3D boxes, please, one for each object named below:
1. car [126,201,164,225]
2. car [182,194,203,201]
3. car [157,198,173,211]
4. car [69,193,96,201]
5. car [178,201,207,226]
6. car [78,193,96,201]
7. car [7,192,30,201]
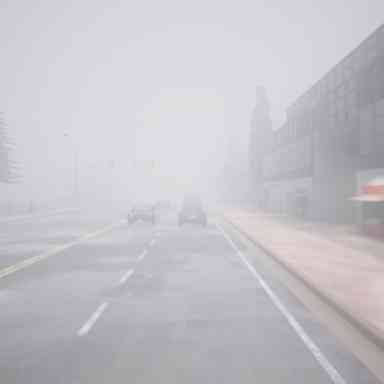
[{"bbox_3d":[-3.404,1.608,24.194,1.895,1.301,4.718,0,0,0],"label":"car"},{"bbox_3d":[0.034,1.226,39.349,2.150,2.045,5.566,0,-1,2],"label":"car"},{"bbox_3d":[-3.440,1.490,41.167,1.882,1.535,5.008,0,0,0],"label":"car"},{"bbox_3d":[-24.980,1.175,76.099,4.605,1.855,1.932,0,0,0],"label":"car"},{"bbox_3d":[0.047,1.572,23.624,1.994,1.385,4.181,0,0,0],"label":"car"},{"bbox_3d":[-24.924,1.179,78.993,3.866,1.878,1.905,0,0,0],"label":"car"},{"bbox_3d":[-42.390,1.418,81.708,3.806,1.475,1.970,0,0,0],"label":"car"}]
